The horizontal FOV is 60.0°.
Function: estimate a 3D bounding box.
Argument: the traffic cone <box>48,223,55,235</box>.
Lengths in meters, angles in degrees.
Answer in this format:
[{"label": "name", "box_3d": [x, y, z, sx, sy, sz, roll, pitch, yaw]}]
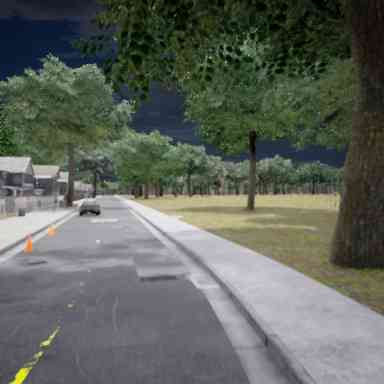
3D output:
[{"label": "traffic cone", "box_3d": [-7.409, 1.956, 17.580, 0.340, 0.580, 0.340, 0, 0, -14]}]

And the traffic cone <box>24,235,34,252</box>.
[{"label": "traffic cone", "box_3d": [-6.218, 1.960, 12.723, 0.340, 0.580, 0.340, 0, 0, -14]}]

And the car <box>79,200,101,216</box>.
[{"label": "car", "box_3d": [-9.873, 1.527, 32.314, 2.033, 1.411, 5.357, 0, 0, -15]}]
